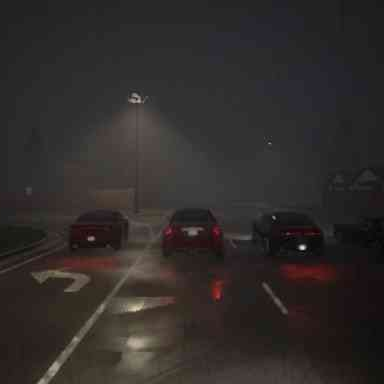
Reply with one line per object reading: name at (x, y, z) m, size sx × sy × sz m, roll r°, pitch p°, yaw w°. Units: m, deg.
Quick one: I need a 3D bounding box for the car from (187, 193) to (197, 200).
car at (0.002, 1.186, 74.967) m, size 2.150 × 2.045 × 5.566 m, roll 0°, pitch 0°, yaw 0°

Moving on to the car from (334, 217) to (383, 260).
car at (7.042, 1.596, 12.403) m, size 1.895 × 1.301 × 4.718 m, roll 0°, pitch 0°, yaw 1°

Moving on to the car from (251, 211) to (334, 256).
car at (3.547, 1.501, 13.037) m, size 1.837 × 1.490 × 4.892 m, roll 0°, pitch 0°, yaw 0°

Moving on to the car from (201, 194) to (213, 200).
car at (3.502, 1.316, 75.288) m, size 2.097 × 1.767 × 4.553 m, roll 0°, pitch 0°, yaw 0°

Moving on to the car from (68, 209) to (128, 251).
car at (-3.823, 1.472, 14.182) m, size 1.882 × 1.535 × 5.008 m, roll 0°, pitch 0°, yaw -6°

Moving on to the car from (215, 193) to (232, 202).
car at (7.002, 1.187, 74.967) m, size 2.150 × 2.045 × 5.566 m, roll 0°, pitch 0°, yaw 0°

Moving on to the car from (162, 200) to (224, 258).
car at (0.045, 1.347, 12.926) m, size 2.097 × 1.767 × 4.553 m, roll 0°, pitch 0°, yaw 0°

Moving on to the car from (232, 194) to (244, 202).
car at (10.502, 1.318, 75.323) m, size 2.097 × 1.767 × 4.553 m, roll 0°, pitch 0°, yaw 0°

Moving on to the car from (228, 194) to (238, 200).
car at (10.503, 1.357, 85.356) m, size 2.033 × 1.411 × 5.357 m, roll 0°, pitch 0°, yaw 0°

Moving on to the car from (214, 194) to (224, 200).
car at (7.003, 1.342, 85.356) m, size 2.128 × 1.511 × 4.902 m, roll 0°, pitch 0°, yaw 0°

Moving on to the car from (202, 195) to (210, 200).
car at (3.503, 1.369, 85.356) m, size 1.994 × 1.385 × 4.181 m, roll 0°, pitch 0°, yaw 0°

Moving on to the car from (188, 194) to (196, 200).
car at (0.003, 1.342, 85.356) m, size 2.128 × 1.511 × 4.902 m, roll 0°, pitch 0°, yaw 0°
